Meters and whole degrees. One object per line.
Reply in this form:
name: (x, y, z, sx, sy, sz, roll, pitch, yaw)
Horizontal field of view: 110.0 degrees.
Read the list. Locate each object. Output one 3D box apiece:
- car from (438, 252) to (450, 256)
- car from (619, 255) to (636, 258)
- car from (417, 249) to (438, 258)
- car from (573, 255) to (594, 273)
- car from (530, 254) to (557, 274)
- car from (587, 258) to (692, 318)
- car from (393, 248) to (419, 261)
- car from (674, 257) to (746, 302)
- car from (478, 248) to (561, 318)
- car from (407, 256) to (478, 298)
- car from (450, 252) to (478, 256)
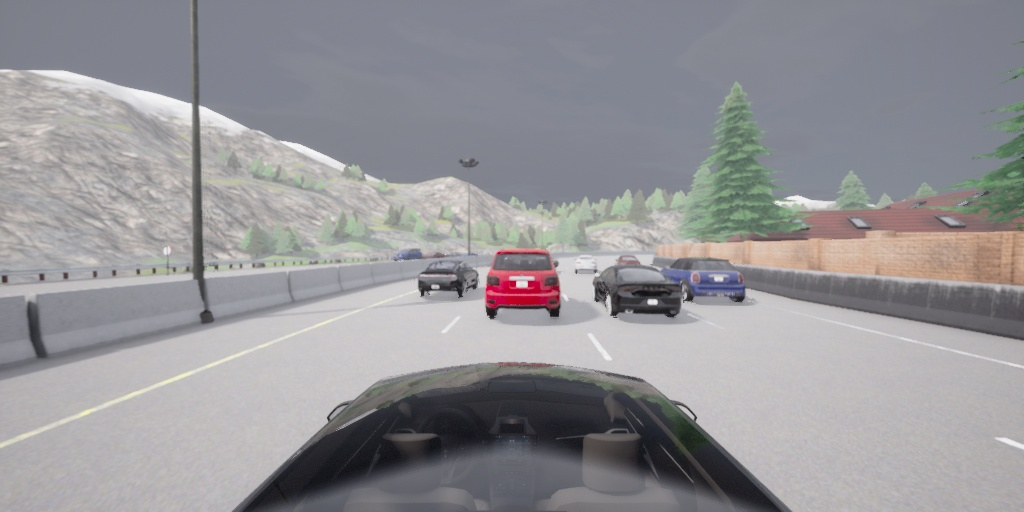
car: (-9.115, 0.181, 55.301, 1.994, 1.385, 4.181, 0, 1, 18)
car: (9.901, 0.667, 30.778, 1.812, 1.442, 4.674, 0, 1, 11)
car: (-12.378, 0.065, 56.593, 1.882, 1.535, 5.008, 0, 1, 19)
car: (6.407, 0.658, 31.147, 1.812, 1.442, 4.674, 0, 1, 11)
car: (2.785, 0.642, 30.827, 1.837, 1.490, 4.892, 0, 1, 11)
car: (3.924, 1.012, 12.034, 1.882, 1.535, 5.008, 0, 2, 4)
car: (-16.252, -0.181, 56.040, 2.150, 2.045, 5.566, 0, 1, 18)
car: (7.693, 0.822, 15.124, 2.097, 1.767, 4.553, 0, 1, 5)
car: (0.413, 0.756, 12.079, 2.150, 2.045, 5.566, 0, 2, 3)
car: (-2.744, 0.932, 16.307, 2.128, 1.511, 4.902, 0, 1, 5)
car: (-6.563, 0.169, 51.818, 1.882, 1.535, 5.008, 0, 2, 18)
